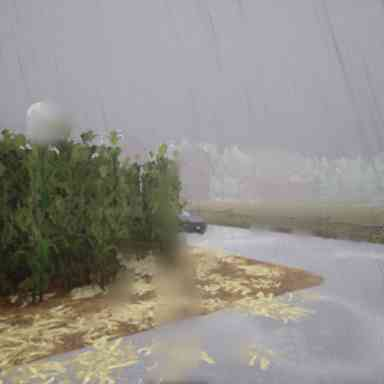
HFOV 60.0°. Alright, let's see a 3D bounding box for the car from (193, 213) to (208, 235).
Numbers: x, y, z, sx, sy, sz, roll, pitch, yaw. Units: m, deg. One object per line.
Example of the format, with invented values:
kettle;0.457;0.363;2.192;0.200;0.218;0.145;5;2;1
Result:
car;-1.109;1.592;19.138;1.882;1.535;5.008;0;-1;-35
